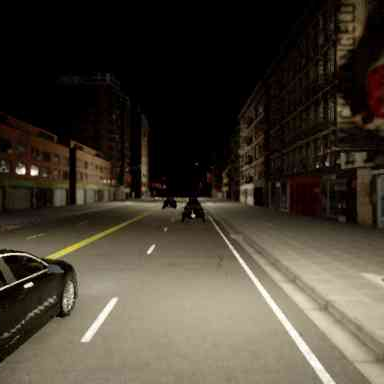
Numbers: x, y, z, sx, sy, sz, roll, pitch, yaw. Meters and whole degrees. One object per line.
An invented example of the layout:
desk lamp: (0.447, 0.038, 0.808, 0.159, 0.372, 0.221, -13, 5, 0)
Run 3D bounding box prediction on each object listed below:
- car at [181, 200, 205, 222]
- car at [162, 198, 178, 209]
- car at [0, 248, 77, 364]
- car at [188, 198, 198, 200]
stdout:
car: (0.097, 1.603, 27.080, 1.812, 1.442, 4.674, 0, 0, 0)
car: (-3.155, 1.655, 47.990, 1.812, 1.442, 4.674, 0, 0, 0)
car: (-3.150, 1.518, 4.596, 1.837, 1.490, 4.892, 0, 0, 0)
car: (0.095, 1.633, 46.494, 1.837, 1.490, 4.892, 0, 0, 0)
